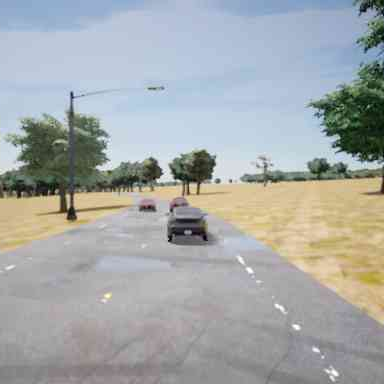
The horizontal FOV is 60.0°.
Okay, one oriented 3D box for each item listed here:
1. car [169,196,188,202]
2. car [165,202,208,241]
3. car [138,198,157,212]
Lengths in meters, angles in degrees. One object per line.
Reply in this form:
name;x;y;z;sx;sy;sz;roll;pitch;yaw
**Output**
car;-1.459;1.322;37.310;2.097;1.767;4.553;0;0;-4
car;-0.259;1.475;16.648;1.837;1.490;4.892;0;0;-2
car;-5.152;1.457;38.769;1.882;1.535;5.008;0;0;-5
